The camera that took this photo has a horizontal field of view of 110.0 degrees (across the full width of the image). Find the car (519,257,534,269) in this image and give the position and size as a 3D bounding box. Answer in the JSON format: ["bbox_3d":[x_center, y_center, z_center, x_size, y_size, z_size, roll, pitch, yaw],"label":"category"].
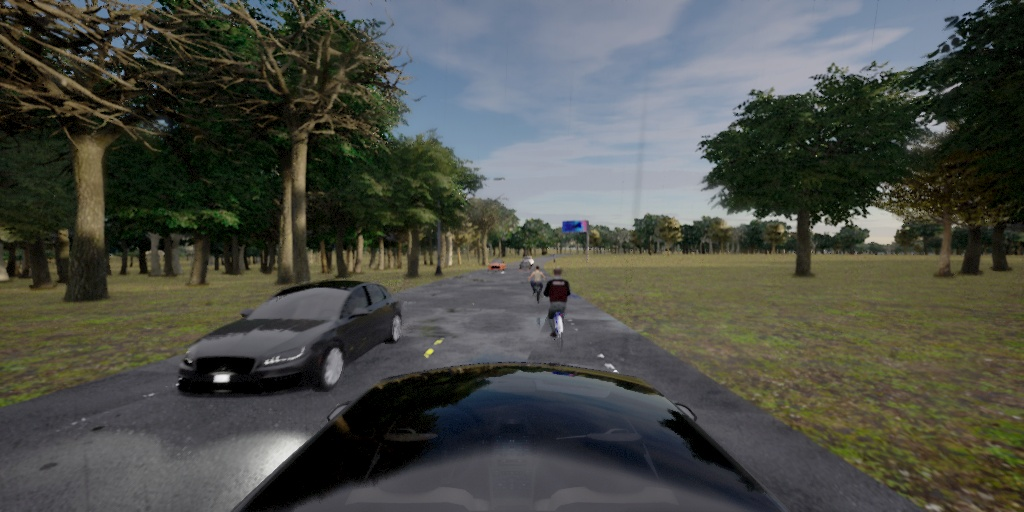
[{"bbox_3d":[2.259,1.404,59.948,2.128,1.511,4.902,0,0,4],"label":"car"}]

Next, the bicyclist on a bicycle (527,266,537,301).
[{"bbox_3d":[1.112,1.225,15.755,0.866,1.612,1.509,0,0,1],"label":"bicyclist on a bicycle"}]

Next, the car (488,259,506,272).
[{"bbox_3d":[-2.076,1.248,50.305,2.097,1.767,4.553,0,0,4],"label":"car"}]

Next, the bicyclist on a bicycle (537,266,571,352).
[{"bbox_3d":[1.007,1.135,8.105,0.659,1.776,1.843,0,0,0],"label":"bicyclist on a bicycle"}]

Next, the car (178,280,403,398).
[{"bbox_3d":[-3.558,1.266,6.852,1.837,1.490,4.892,0,0,0],"label":"car"}]
